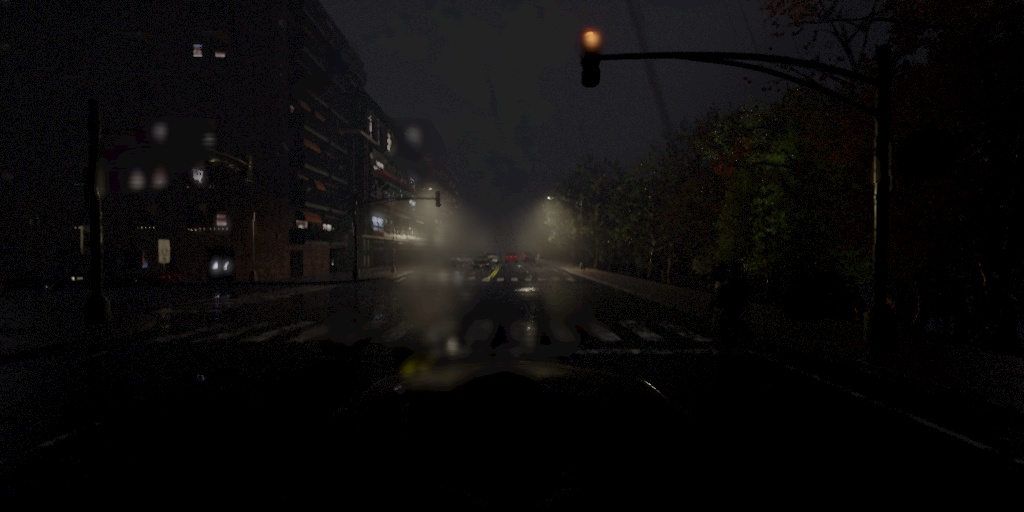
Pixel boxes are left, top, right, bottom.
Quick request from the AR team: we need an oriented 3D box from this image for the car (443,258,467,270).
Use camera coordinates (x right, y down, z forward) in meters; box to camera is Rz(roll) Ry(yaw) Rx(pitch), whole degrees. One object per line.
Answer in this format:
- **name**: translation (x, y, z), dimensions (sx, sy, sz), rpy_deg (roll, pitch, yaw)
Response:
- **car**: translation (-6.666, 0.913, 41.195), dimensions (1.895, 1.301, 4.718), rpy_deg (0, 1, 0)

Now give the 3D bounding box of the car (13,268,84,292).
- **car**: translation (-28.386, 1.422, 21.831), dimensions (4.313, 1.339, 1.948), rpy_deg (0, 0, -1)

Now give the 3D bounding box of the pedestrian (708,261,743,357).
- **pedestrian**: translation (4.063, 0.986, 6.859), dimensions (0.375, 1.860, 0.375), rpy_deg (0, 1, 0)

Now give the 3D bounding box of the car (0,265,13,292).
- **car**: translation (-22.681, 1.206, 13.295), dimensions (5.009, 1.841, 2.192), rpy_deg (0, 0, -1)

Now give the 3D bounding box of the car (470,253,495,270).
- **car**: translation (-3.414, 0.782, 41.922), dimensions (1.882, 1.535, 5.008), rpy_deg (0, 1, 0)

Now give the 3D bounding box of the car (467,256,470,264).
- **car**: translation (-6.676, 0.658, 57.897), dimensions (1.812, 1.442, 4.674), rpy_deg (0, 0, 0)

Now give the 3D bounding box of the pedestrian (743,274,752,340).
- **pedestrian**: translation (5.149, 0.971, 8.156), dimensions (0.375, 1.860, 0.375), rpy_deg (0, 1, 0)

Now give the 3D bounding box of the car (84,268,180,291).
- **car**: translation (-22.820, 1.367, 21.941), dimensions (4.207, 1.307, 1.802), rpy_deg (0, 0, -1)

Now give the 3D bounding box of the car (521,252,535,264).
- **car**: translation (3.128, 0.542, 64.349), dimensions (1.882, 1.535, 5.008), rpy_deg (0, 1, 0)

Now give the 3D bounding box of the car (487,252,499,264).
- **car**: translation (-3.407, 0.324, 61.142), dimensions (2.150, 2.045, 5.566), rpy_deg (0, 0, 0)

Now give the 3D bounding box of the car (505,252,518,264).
- **car**: translation (-0.123, 0.286, 64.369), dimensions (2.150, 2.045, 5.566), rpy_deg (0, 1, 0)

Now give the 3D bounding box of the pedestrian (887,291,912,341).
- **pedestrian**: translation (8.020, 1.206, 7.565), dimensions (0.500, 1.100, 0.500), rpy_deg (0, 1, 0)
